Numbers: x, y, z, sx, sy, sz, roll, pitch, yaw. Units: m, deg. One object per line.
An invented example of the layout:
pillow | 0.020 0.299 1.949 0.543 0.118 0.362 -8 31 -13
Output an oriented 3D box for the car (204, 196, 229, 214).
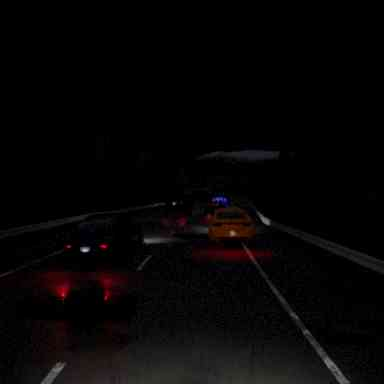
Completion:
car | 2.426 1.443 35.276 2.128 1.511 4.902 0 0 9

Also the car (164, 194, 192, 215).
car | -1.293 1.174 32.802 2.150 2.045 5.566 0 0 7

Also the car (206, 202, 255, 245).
car | 1.728 1.457 15.463 1.882 1.535 5.008 0 0 3

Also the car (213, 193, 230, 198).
car | 3.950 1.161 45.771 2.150 2.045 5.566 0 0 10

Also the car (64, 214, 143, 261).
car | -3.031 1.506 12.078 1.812 1.442 4.674 0 0 3
